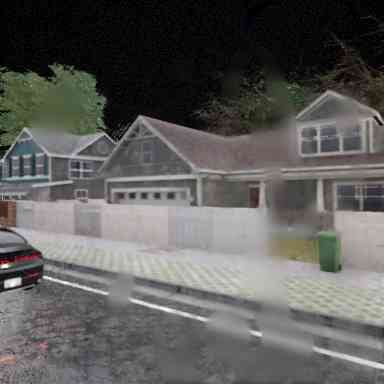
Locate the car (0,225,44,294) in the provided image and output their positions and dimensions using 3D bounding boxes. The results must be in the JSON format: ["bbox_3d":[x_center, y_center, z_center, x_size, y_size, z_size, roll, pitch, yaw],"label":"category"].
[{"bbox_3d":[-5.450,1.517,7.885,4.892,1.490,1.837,0,0,36],"label":"car"}]
